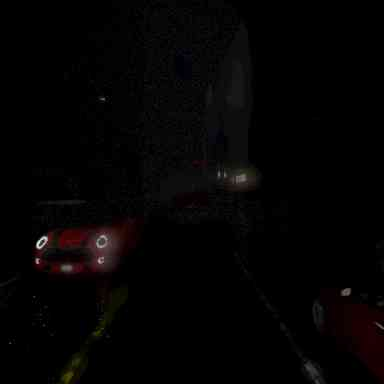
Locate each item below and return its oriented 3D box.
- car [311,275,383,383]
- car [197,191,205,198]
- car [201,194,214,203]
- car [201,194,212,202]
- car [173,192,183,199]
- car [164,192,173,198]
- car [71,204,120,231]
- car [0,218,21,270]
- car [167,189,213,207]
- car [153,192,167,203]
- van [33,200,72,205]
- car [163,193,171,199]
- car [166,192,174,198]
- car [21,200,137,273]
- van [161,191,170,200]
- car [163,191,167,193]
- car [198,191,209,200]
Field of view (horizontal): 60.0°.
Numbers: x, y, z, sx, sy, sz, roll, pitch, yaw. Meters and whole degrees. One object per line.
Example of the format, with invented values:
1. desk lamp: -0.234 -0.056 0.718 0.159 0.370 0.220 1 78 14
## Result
1. car: 2.762 1.563 3.751 1.802 1.307 4.206 0 0 0
2. car: 2.399 0.533 91.552 2.192 1.841 5.009 0 1 -1
3. car: 2.699 1.134 57.694 1.947 1.339 4.313 0 1 -1
4. car: 2.649 1.057 63.337 1.887 1.381 4.507 0 1 -1
5. car: -3.250 0.888 78.141 2.128 1.511 4.902 0 1 -1
6. car: -6.078 0.831 85.840 2.008 1.369 4.403 0 1 -1
7. car: -5.769 1.450 20.411 1.802 1.307 4.206 0 0 0
8. car: -5.765 1.490 9.308 1.887 1.381 4.507 0 0 0
9. car: -0.220 1.004 44.964 5.566 2.045 2.150 1 0 0
10. car: -5.826 1.150 57.620 1.802 1.307 4.206 0 1 -1
11. van: -5.767 1.248 14.857 1.690 1.788 3.998 0 0 0
12. car: -6.027 0.922 80.196 1.802 1.307 4.206 0 1 -1
13. car: -6.128 0.784 91.484 1.947 1.339 4.313 0 1 -1
14. car: -3.097 1.289 10.492 2.097 1.767 4.553 0 0 0
15. van: -5.976 0.740 74.550 1.690 1.788 3.998 0 1 -1
16. car: -5.926 0.897 68.907 1.967 1.590 4.097 0 1 -1
17. car: 2.549 0.714 74.622 2.192 1.841 5.009 0 1 -1
